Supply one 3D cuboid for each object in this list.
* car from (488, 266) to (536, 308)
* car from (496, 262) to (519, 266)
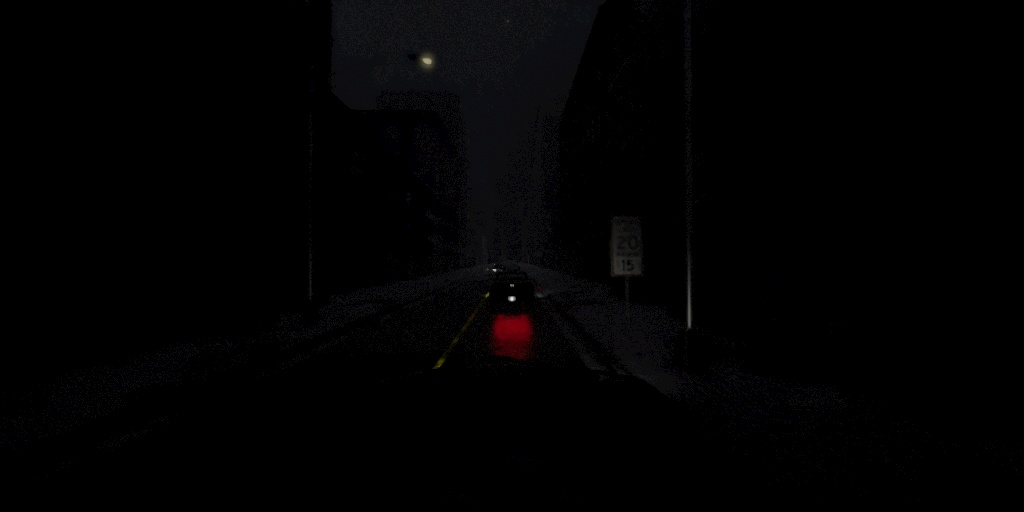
[{"bbox_3d":[0.008,1.390,16.147,1.837,1.490,4.892,0,0,0],"label":"car"},{"bbox_3d":[0.010,1.513,31.146,2.128,1.511,4.902,0,0,0],"label":"car"}]
